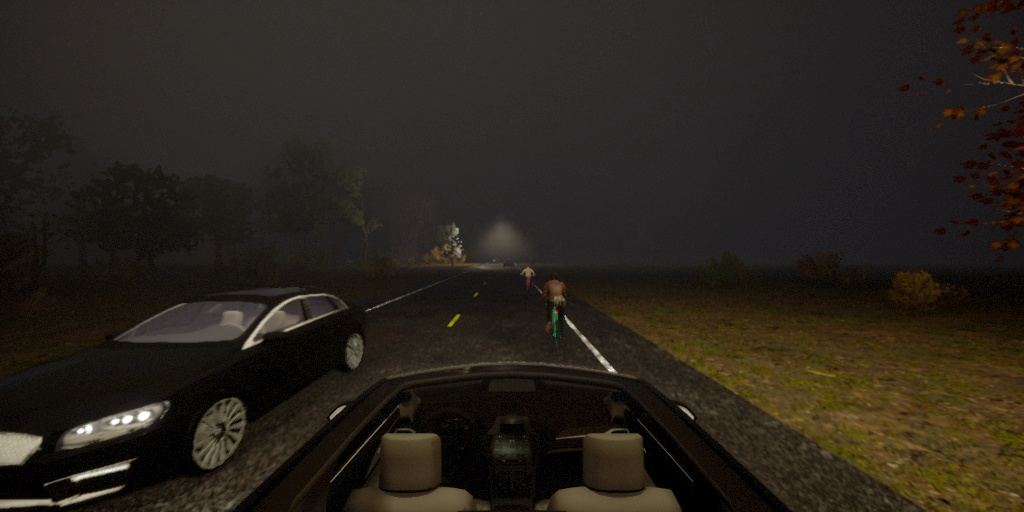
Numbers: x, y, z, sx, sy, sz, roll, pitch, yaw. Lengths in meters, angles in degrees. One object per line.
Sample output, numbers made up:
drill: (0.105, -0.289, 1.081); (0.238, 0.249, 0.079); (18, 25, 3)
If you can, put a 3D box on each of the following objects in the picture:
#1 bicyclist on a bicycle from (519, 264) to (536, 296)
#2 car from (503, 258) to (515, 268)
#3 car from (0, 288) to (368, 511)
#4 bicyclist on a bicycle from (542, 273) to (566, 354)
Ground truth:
bicyclist on a bicycle: (0.812, 1.185, 18.348); (0.866, 1.612, 1.509); (0, 0, 0)
car: (-0.564, 1.260, 62.926); (1.812, 1.442, 4.674); (0, 0, -1)
car: (-3.616, 1.241, 4.822); (2.128, 1.511, 4.902); (0, 0, 0)
bicyclist on a bicycle: (0.936, 1.202, 7.841); (0.582, 1.620, 1.656); (0, 0, 0)
